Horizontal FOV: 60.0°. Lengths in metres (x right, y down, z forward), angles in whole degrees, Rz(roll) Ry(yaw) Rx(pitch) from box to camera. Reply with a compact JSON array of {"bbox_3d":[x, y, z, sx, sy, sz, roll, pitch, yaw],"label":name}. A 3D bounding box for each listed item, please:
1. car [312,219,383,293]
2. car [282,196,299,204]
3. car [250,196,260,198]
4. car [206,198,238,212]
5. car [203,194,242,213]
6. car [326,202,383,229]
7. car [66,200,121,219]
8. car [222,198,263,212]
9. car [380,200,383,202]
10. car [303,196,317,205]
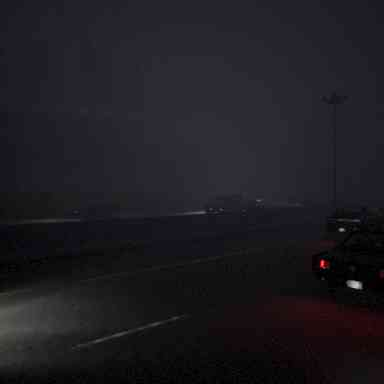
[{"bbox_3d":[4.978,1.600,8.272,4.718,1.301,1.895,0,0,-42],"label":"car"},{"bbox_3d":[19.210,1.489,63.625,1.882,1.535,5.008,0,1,27],"label":"car"},{"bbox_3d":[12.404,1.563,65.668,2.033,1.411,5.357,0,0,27],"label":"car"},{"bbox_3d":[3.748,1.508,40.924,2.128,1.511,4.902,0,0,28],"label":"car"},{"bbox_3d":[3.289,1.234,33.275,2.150,2.045,5.566,0,0,33],"label":"car"},{"bbox_3d":[8.369,1.491,16.821,2.128,1.511,4.902,0,0,41],"label":"car"},{"bbox_3d":[-8.653,1.503,29.475,1.882,1.535,5.008,0,0,42],"label":"car"},{"bbox_3d":[4.769,1.535,29.344,1.812,1.442,4.674,0,0,35],"label":"car"},{"bbox_3d":[19.096,1.486,32.321,2.128,1.511,4.902,0,0,29],"label":"car"},{"bbox_3d":[21.411,1.484,60.221,1.882,1.535,5.008,0,1,27],"label":"car"}]
